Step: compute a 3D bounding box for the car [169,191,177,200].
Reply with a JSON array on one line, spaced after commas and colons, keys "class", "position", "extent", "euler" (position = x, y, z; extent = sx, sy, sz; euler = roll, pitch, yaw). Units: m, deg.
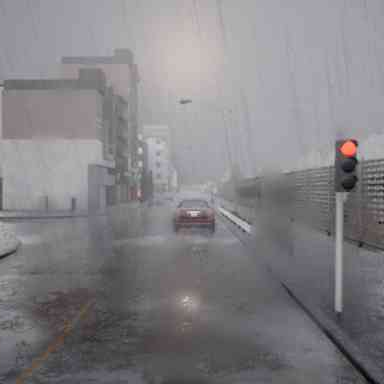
[{"class": "car", "position": [-4.070, 0.801, 56.277], "extent": [1.837, 1.490, 4.892], "euler": [0, 0, 0]}]

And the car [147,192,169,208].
[{"class": "car", "position": [-4.097, 1.016, 38.937], "extent": [1.837, 1.490, 4.892], "euler": [0, 1, 0]}]

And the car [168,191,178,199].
[{"class": "car", "position": [-4.019, 0.587, 71.712], "extent": [1.837, 1.490, 4.892], "euler": [0, 1, 0]}]

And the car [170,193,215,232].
[{"class": "car", "position": [0.097, 1.120, 18.406], "extent": [2.097, 1.767, 4.553], "euler": [0, 1, 0]}]
